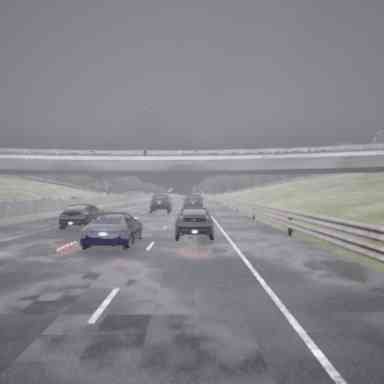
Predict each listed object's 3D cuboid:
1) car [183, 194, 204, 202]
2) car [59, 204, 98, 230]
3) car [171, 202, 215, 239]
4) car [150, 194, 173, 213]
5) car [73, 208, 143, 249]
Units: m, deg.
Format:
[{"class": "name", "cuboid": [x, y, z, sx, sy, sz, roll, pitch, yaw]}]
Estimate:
[{"class": "car", "cuboid": [0.144, 1.238, 36.907, 2.150, 2.045, 5.566, 0, 0, 0]}, {"class": "car", "cuboid": [-6.876, 1.514, 21.256, 1.837, 1.490, 4.892, 0, 0, 0]}, {"class": "car", "cuboid": [0.119, 1.513, 17.235, 1.837, 1.490, 4.892, 0, 0, 0]}, {"class": "car", "cuboid": [-3.368, 1.238, 36.924, 2.150, 2.045, 5.566, 0, 0, 0]}, {"class": "car", "cuboid": [-3.384, 1.570, 14.641, 1.994, 1.385, 4.181, 0, 0, 0]}]
